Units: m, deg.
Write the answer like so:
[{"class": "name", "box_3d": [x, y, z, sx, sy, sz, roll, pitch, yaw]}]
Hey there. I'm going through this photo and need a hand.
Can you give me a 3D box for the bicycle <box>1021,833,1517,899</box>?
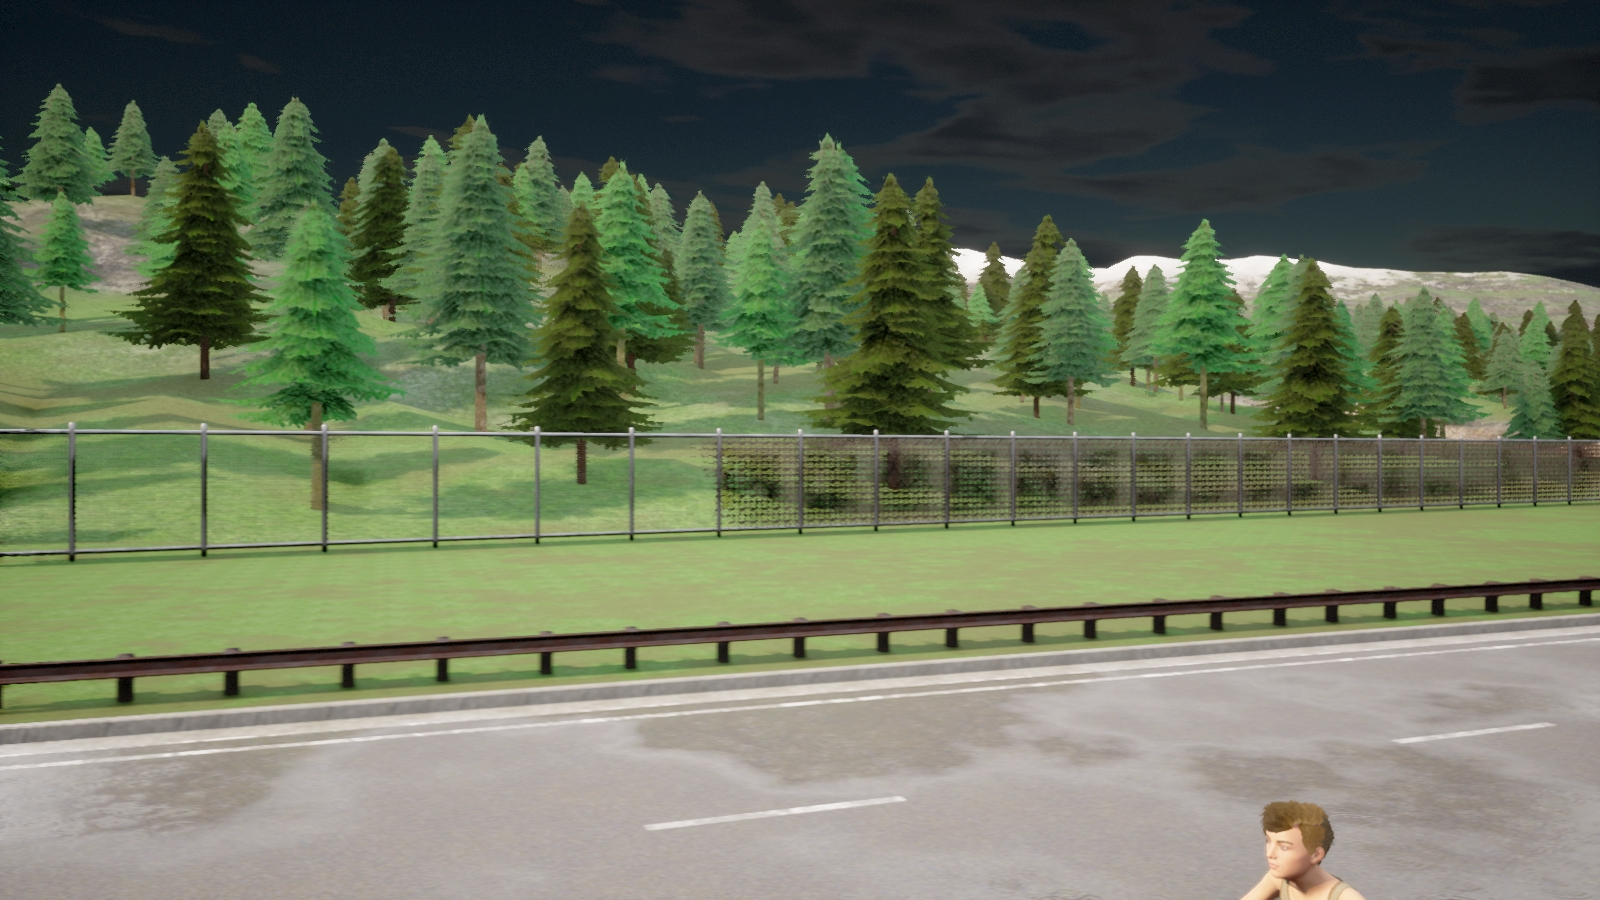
[{"class": "bicycle", "box_3d": [1.625, 2.158, 3.876, 1.487, 1.277, 0.859, 0, 0, -20]}]
